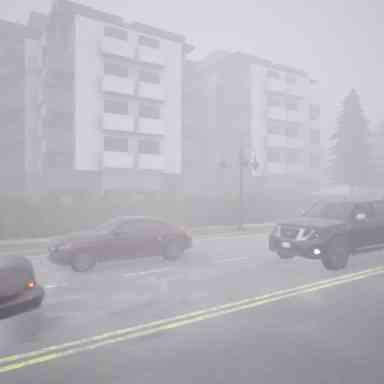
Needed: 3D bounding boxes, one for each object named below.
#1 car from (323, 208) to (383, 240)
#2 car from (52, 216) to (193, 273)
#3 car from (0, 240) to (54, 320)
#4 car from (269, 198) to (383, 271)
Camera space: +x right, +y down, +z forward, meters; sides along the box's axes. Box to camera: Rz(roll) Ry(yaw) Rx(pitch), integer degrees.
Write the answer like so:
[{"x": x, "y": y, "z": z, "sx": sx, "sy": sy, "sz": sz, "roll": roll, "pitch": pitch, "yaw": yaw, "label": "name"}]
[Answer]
[{"x": 9.419, "y": 1.601, "z": 17.448, "sx": 4.718, "sy": 1.301, "sz": 1.895, "roll": 0, "pitch": 0, "yaw": -23, "label": "car"}, {"x": -2.164, "y": 1.526, "z": 10.805, "sx": 4.674, "sy": 1.442, "sz": 1.812, "roll": 0, "pitch": 0, "yaw": -32, "label": "car"}, {"x": -5.061, "y": 1.547, "z": 4.704, "sx": 5.357, "sy": 1.411, "sz": 2.033, "roll": 0, "pitch": 0, "yaw": -35, "label": "car"}, {"x": 5.198, "y": 1.222, "z": 11.279, "sx": 5.566, "sy": 2.045, "sz": 2.150, "roll": 0, "pitch": 0, "yaw": -30, "label": "car"}]
